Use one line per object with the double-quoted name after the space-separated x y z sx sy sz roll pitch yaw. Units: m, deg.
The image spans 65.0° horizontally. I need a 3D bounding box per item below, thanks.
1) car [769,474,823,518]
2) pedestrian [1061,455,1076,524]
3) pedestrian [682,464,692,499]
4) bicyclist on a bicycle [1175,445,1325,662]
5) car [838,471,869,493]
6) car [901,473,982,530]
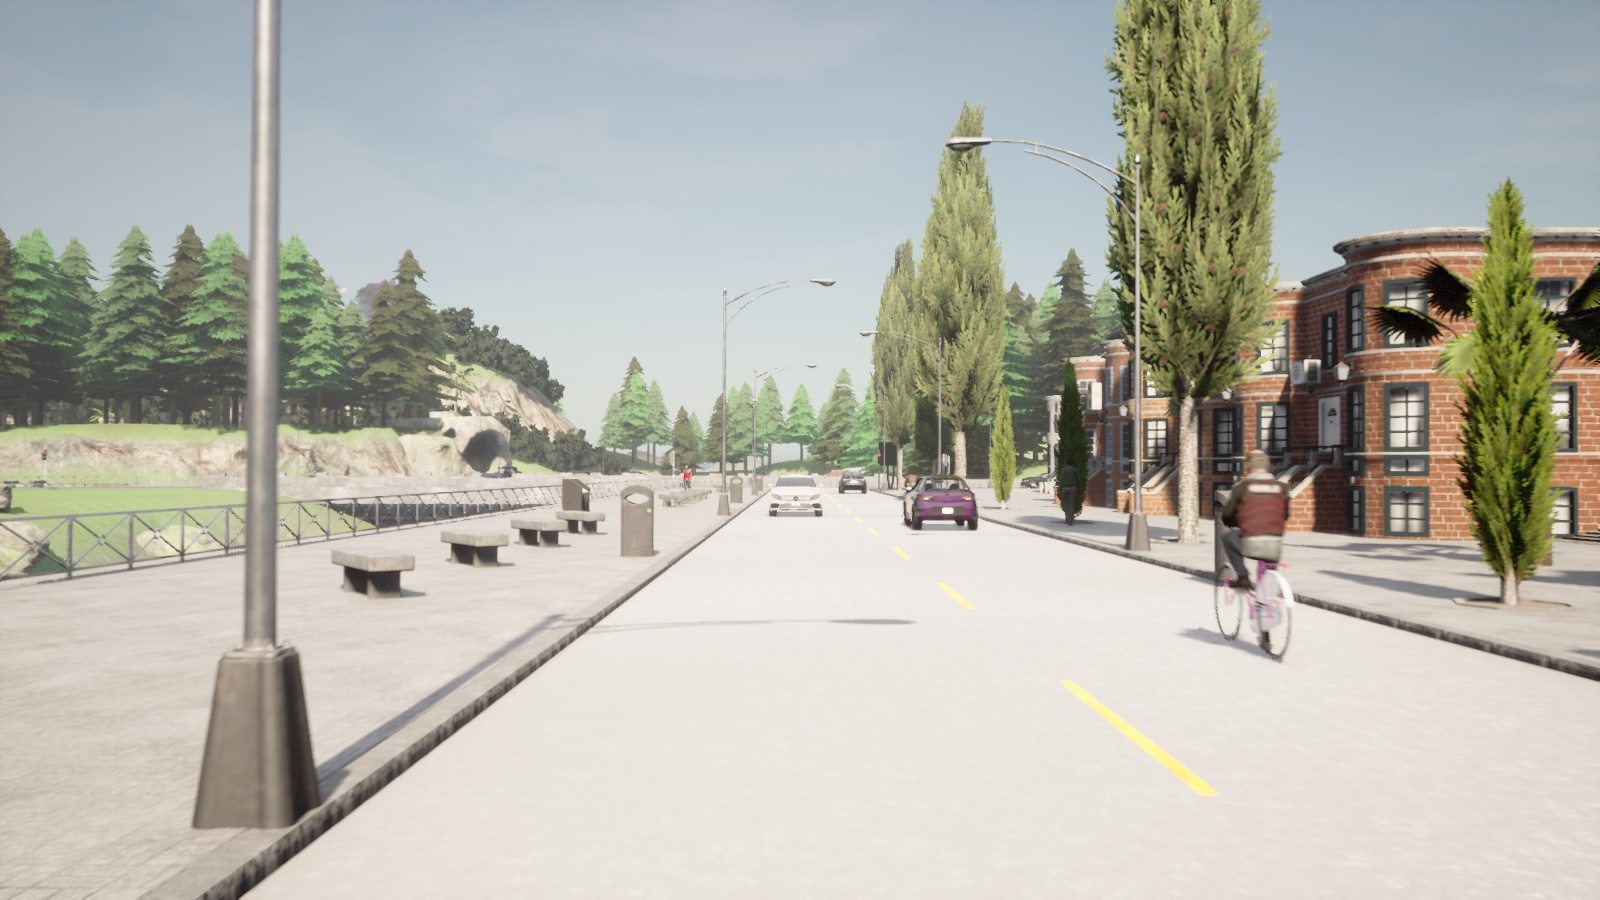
-0.130 1.585 44.368 1.812 1.442 4.674 0 -1 0 "car"
7.257 1.062 33.951 0.353 1.847 0.614 0 -1 15 "pedestrian"
-5.994 1.668 66.774 0.331 1.846 0.636 0 -1 15 "pedestrian"
3.955 0.857 11.196 0.659 1.776 1.843 0 -1 0 "bicyclist on a bicycle"
3.743 2.236 88.881 2.007 1.525 4.514 0 -1 0 "car"
3.893 1.402 35.181 1.816 1.474 4.193 0 -1 0 "car"
